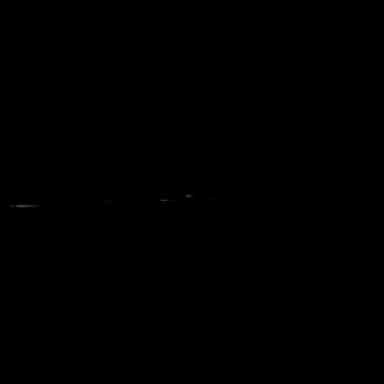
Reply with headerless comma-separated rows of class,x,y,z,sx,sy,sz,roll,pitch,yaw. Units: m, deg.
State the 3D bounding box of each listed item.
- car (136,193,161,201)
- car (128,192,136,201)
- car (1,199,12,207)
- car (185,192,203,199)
car,-7.563,0.936,61.283,1.994,1.385,4.181,1,1,37
car,-11.133,0.815,61.609,1.882,1.535,5.008,1,1,37
car,-23.850,1.127,39.216,1.812,1.442,4.674,1,1,36
car,0.488,0.798,72.254,1.882,1.535,5.008,1,0,36
